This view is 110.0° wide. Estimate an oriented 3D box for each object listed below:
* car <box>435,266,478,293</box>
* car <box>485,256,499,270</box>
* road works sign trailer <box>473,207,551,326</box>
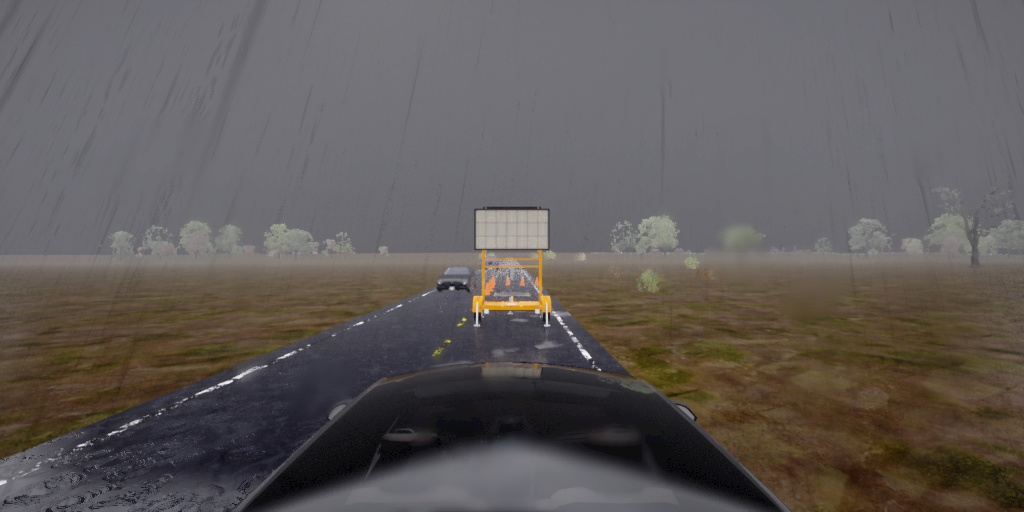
[{"bbox_3d":[-3.103,1.297,21.161,2.033,1.411,5.357,0,0,0],"label":"car"},{"bbox_3d":[-2.996,0.970,51.497,2.150,2.045,5.566,0,0,0],"label":"car"},{"bbox_3d":[-0.001,0.214,11.611,2.380,3.560,2.880,0,0,0],"label":"road works sign trailer"}]
